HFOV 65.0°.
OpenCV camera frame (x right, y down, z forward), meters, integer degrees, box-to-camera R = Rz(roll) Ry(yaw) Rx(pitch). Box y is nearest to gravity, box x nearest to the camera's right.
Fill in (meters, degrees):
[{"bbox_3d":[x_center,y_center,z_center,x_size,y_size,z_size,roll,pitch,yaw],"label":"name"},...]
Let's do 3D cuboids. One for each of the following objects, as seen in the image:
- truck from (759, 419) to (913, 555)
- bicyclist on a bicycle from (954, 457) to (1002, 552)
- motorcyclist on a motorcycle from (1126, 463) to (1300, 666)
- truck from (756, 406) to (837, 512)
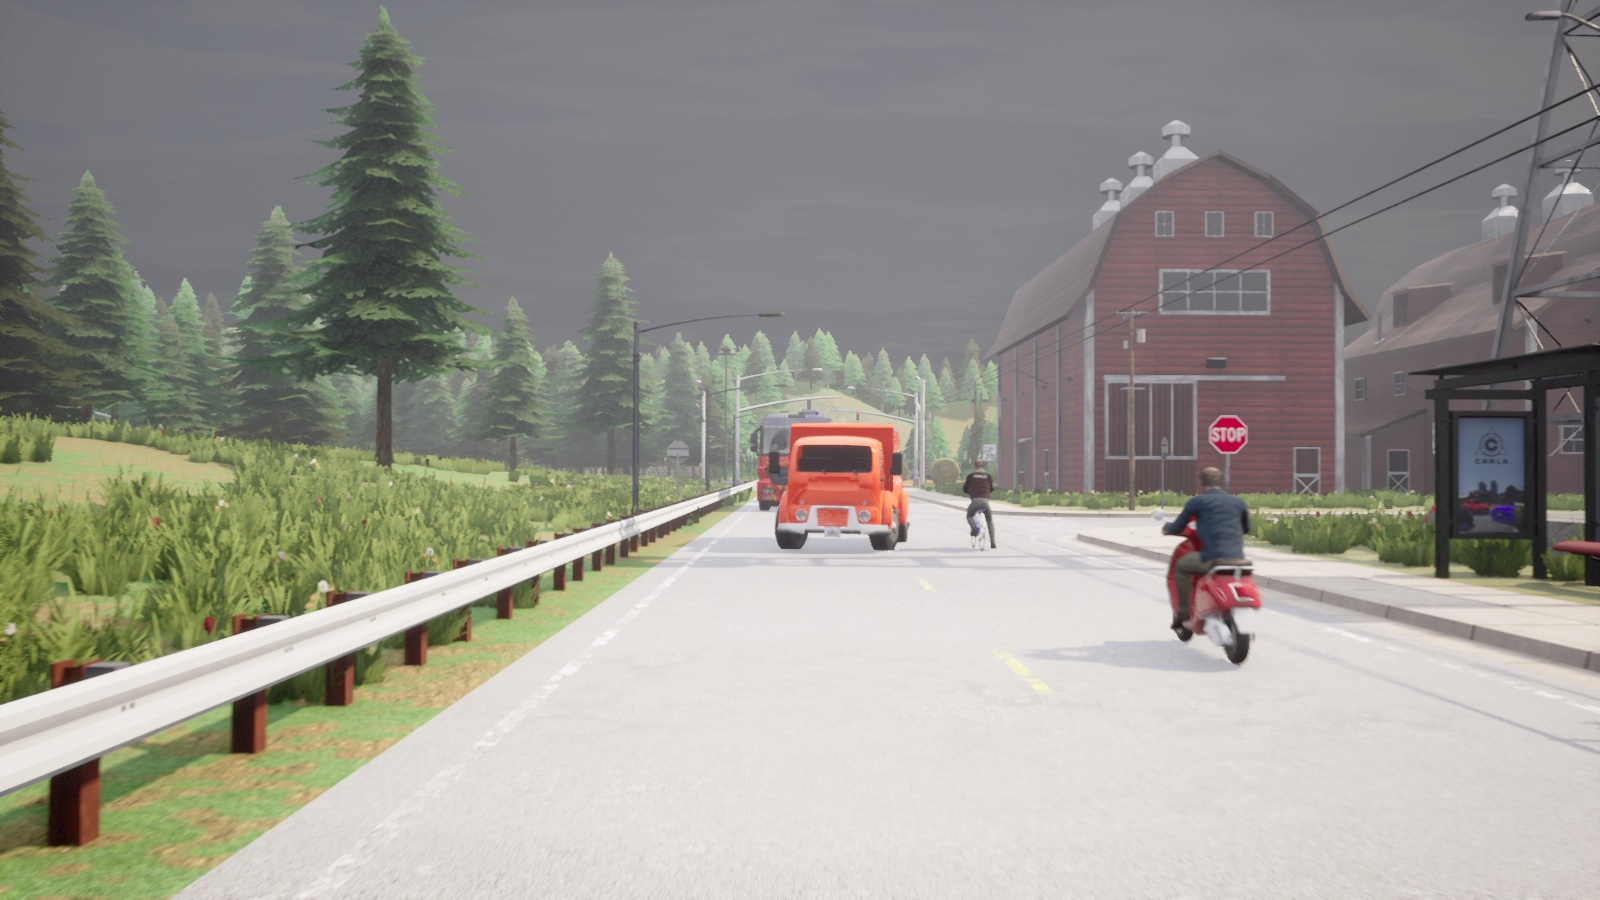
[{"bbox_3d":[0.878,0.704,25.534,2.627,2.467,5.204,0,-1,7],"label":"truck"},{"bbox_3d":[3.442,1.036,24.398,0.659,1.776,1.843,0,-1,0],"label":"bicyclist on a bicycle"},{"bbox_3d":[3.490,0.914,10.799,0.866,1.590,1.817,0,-1,-1],"label":"motorcyclist on a motorcycle"},{"bbox_3d":[-0.121,0.392,49.348,2.891,3.827,8.468,0,-1,0],"label":"truck"}]
